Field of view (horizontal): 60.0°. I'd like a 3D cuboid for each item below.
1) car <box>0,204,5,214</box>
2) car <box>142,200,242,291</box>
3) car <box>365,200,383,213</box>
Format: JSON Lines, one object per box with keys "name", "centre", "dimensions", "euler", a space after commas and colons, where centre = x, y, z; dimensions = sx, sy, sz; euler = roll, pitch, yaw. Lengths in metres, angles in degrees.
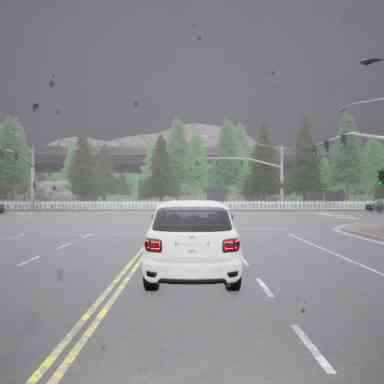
{"name": "car", "centre": [-20.630, 1.508, 32.466], "dimensions": [4.181, 1.385, 1.994], "euler": [0, 0, 0]}
{"name": "car", "centre": [0.008, 1.221, 9.127], "dimensions": [2.150, 2.045, 5.566], "euler": [0, 0, 0]}
{"name": "car", "centre": [21.209, 1.508, 36.156], "dimensions": [4.181, 1.385, 1.994], "euler": [0, 0, 0]}
